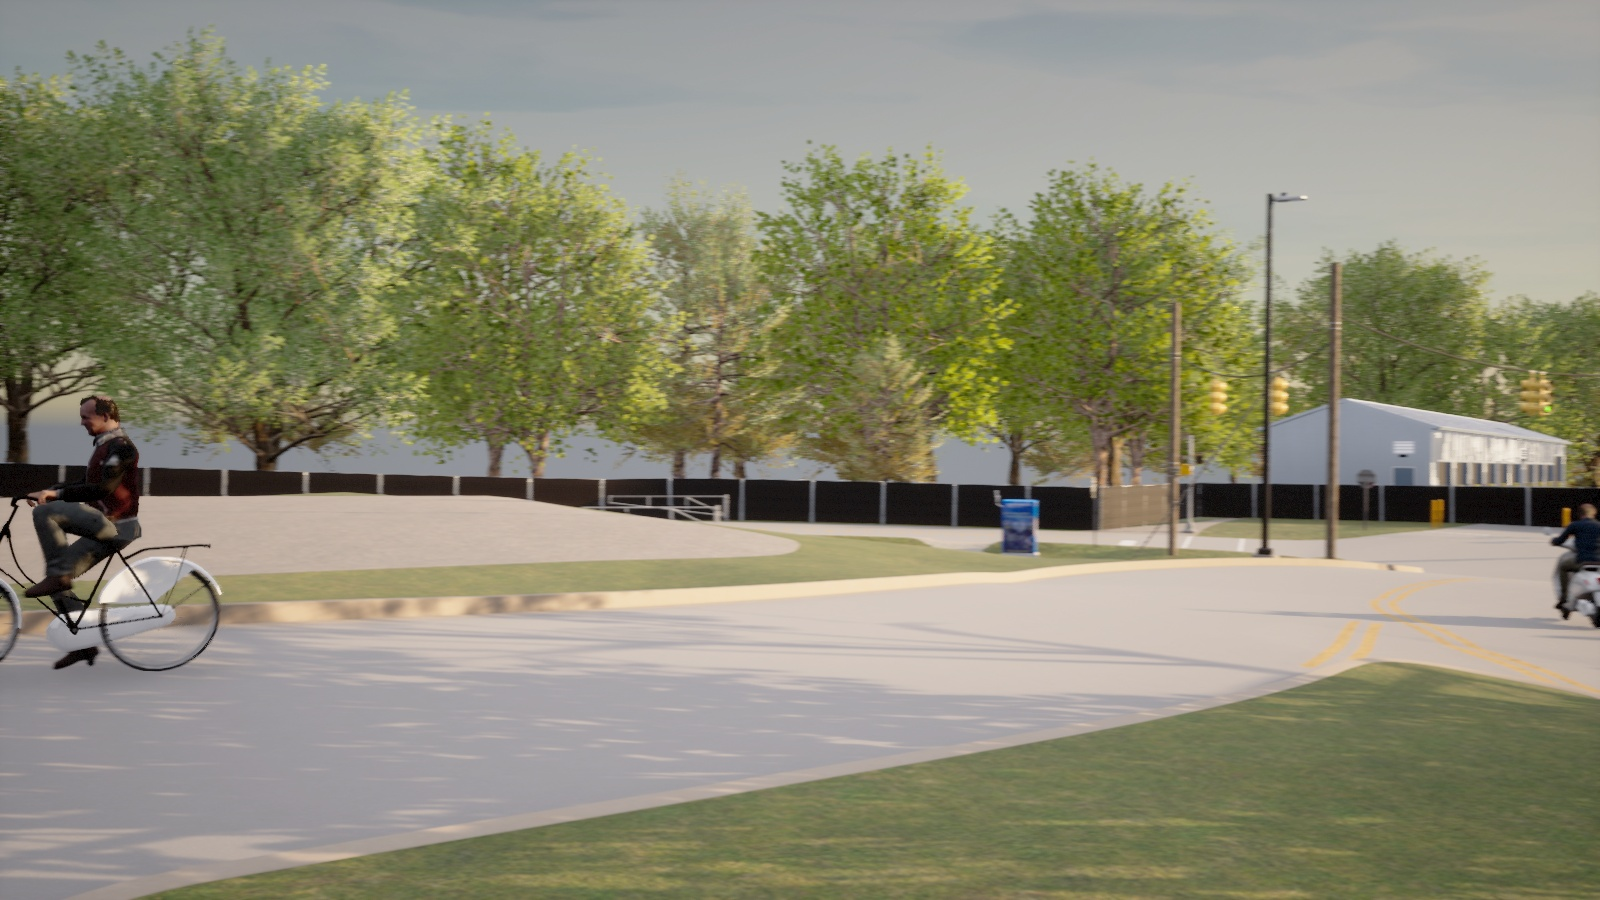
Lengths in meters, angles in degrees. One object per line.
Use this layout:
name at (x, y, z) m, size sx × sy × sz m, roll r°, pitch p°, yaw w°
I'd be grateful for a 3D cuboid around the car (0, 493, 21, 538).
car at (-31.332, 2.386, 45.856) m, size 4.514 × 1.525 × 2.007 m, roll 1°, pitch 1°, yaw -15°

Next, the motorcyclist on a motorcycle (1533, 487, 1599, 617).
motorcyclist on a motorcycle at (10.355, 1.317, 16.435) m, size 0.866 × 1.590 × 1.817 m, roll 2°, pitch -2°, yaw 17°

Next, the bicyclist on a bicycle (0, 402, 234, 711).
bicyclist on a bicycle at (-4.540, 0.619, 7.667) m, size 1.843 × 1.776 × 0.659 m, roll 1°, pitch -1°, yaw -37°
